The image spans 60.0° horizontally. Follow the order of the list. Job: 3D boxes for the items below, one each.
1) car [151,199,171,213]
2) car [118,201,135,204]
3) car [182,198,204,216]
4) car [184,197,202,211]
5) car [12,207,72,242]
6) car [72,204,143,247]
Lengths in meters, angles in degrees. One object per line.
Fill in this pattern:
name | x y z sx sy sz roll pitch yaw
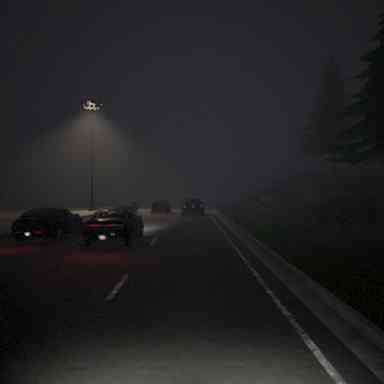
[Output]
car | -3.391 1.478 37.268 1.882 1.535 5.008 0 0 0
car | -6.899 1.601 35.416 1.895 1.301 4.718 0 0 0
car | 0.095 1.353 32.858 2.097 1.767 4.553 0 0 0
car | 0.180 1.491 42.488 2.128 1.511 4.902 0 0 2
car | -6.899 1.505 16.391 1.837 1.490 4.892 0 0 0
car | -3.400 1.491 15.035 2.128 1.511 4.902 0 0 0
